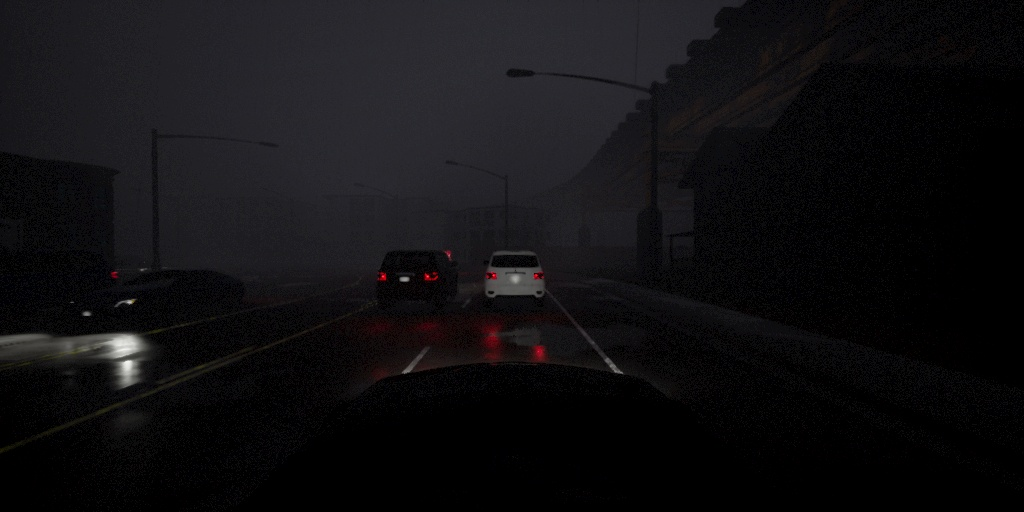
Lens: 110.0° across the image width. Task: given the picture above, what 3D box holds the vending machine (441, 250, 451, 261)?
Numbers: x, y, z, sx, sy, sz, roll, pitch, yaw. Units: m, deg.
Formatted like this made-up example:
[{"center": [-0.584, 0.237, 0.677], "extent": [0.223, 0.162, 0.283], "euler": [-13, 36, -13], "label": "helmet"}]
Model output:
[{"center": [-8.704, 0.253, 47.292], "extent": [0.880, 2.100, 1.100], "euler": [0, 0, 41], "label": "vending machine"}]

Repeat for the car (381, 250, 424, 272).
[{"center": [-11.289, 0.440, 36.665], "extent": [2.150, 2.045, 5.566], "euler": [0, 1, -40], "label": "car"}]

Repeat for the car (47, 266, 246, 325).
[{"center": [-10.614, 1.130, 11.265], "extent": [1.812, 1.442, 4.674], "euler": [0, 1, 0], "label": "car"}]

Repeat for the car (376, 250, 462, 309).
[{"center": [-3.454, 0.784, 13.993], "extent": [2.150, 2.045, 5.566], "euler": [0, 1, -1], "label": "car"}]

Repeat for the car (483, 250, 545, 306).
[{"center": [0.013, 0.776, 14.543], "extent": [2.150, 2.045, 5.566], "euler": [0, 1, -2], "label": "car"}]

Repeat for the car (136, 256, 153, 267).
[{"center": [-43.884, 0.669, 41.270], "extent": [4.892, 1.490, 1.837], "euler": [0, 1, 2], "label": "car"}]

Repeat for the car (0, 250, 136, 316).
[{"center": [-14.087, 0.852, 9.523], "extent": [2.150, 2.045, 5.566], "euler": [0, 1, 0], "label": "car"}]

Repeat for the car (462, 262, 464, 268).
[{"center": [-6.702, 0.823, 36.421], "extent": [1.895, 1.301, 4.718], "euler": [-1, 1, -35], "label": "car"}]
